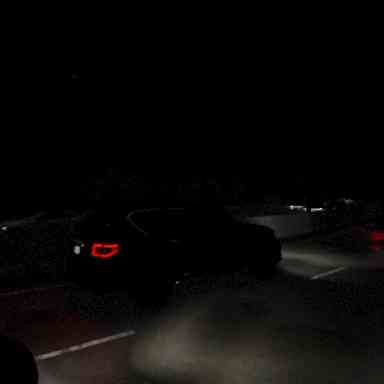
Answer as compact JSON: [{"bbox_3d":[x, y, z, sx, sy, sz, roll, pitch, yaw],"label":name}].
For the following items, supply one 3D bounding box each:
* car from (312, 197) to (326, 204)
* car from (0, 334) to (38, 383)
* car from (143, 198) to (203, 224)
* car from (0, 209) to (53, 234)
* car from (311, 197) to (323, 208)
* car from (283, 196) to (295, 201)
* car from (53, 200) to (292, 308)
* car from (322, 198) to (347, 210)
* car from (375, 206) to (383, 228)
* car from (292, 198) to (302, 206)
[{"bbox_3d":[29.472,1.851,77.492,1.882,1.535,5.008,0,0,7],"label":"car"},{"bbox_3d":[-3.412,1.491,1.505,5.008,1.535,1.882,0,0,-34],"label":"car"},{"bbox_3d":[-1.414,1.426,26.315,2.097,1.767,4.553,0,0,44],"label":"car"},{"bbox_3d":[-7.088,1.575,16.438,4.674,1.442,1.812,0,0,-39],"label":"car"},{"bbox_3d":[18.777,1.754,50.172,1.994,1.385,4.181,0,-1,24],"label":"car"},{"bbox_3d":[26.207,1.678,89.925,1.994,1.385,4.181,0,0,-3],"label":"car"},{"bbox_3d":[-0.172,1.237,8.247,5.566,2.045,2.150,0,0,-38],"label":"car"},{"bbox_3d":[17.240,1.604,39.454,2.128,1.511,4.902,0,0,30],"label":"car"},{"bbox_3d":[13.150,1.515,21.275,2.128,1.511,4.902,0,0,41],"label":"car"},{"bbox_3d":[19.041,1.844,60.707,1.994,1.385,4.181,0,-1,18],"label":"car"}]
